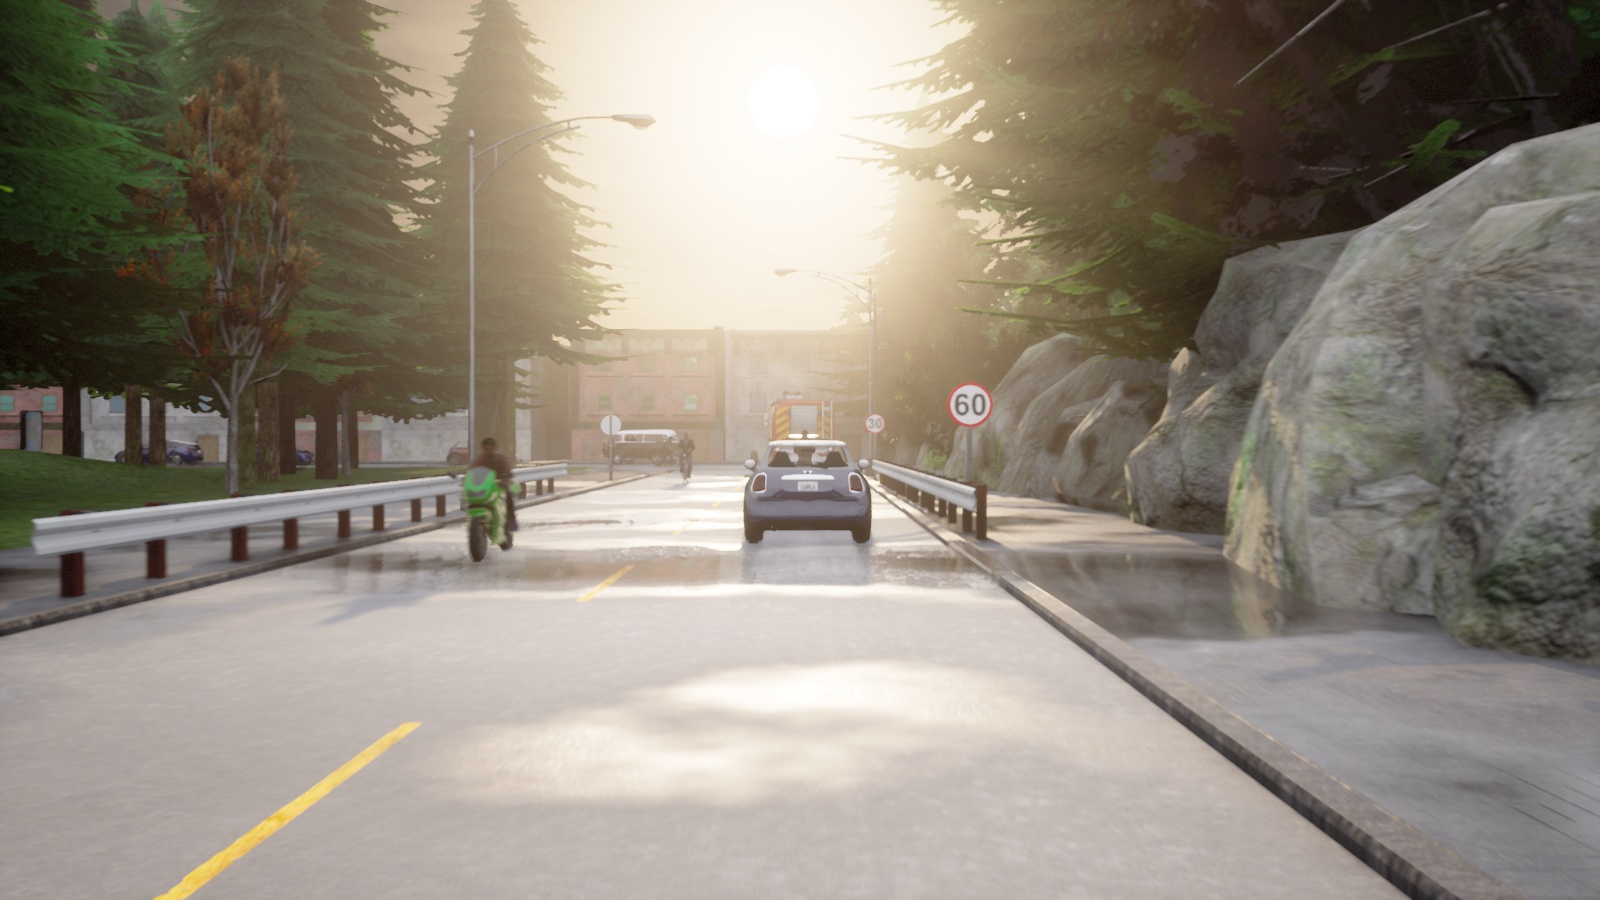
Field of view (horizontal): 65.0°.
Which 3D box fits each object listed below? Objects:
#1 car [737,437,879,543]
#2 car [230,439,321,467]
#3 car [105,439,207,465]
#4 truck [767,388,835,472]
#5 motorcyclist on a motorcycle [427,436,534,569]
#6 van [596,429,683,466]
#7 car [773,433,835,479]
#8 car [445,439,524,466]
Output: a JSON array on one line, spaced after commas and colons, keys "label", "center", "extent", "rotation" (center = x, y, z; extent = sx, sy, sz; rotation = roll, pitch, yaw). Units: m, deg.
[{"label": "car", "center": [0.107, 0.548, 19.406], "extent": [1.970, 1.475, 3.806], "rotation": [0, 0, 0]}, {"label": "car", "center": [-28.665, 0.161, 68.685], "extent": [4.193, 1.474, 1.816], "rotation": [0, 0, 0]}, {"label": "car", "center": [-37.246, 0.106, 72.746], "extent": [4.792, 1.488, 2.163], "rotation": [0, 0, 0]}, {"label": "truck", "center": [-0.058, -0.936, 61.750], "extent": [2.891, 3.827, 8.468], "rotation": [0, 0, -3]}, {"label": "motorcyclist on a motorcycle", "center": [-3.900, 0.595, 15.502], "extent": [0.797, 1.523, 2.044], "rotation": [0, 1, 0]}, {"label": "van", "center": [-9.225, -0.142, 72.187], "extent": [4.480, 2.038, 2.069], "rotation": [0, 0, 16]}, {"label": "car", "center": [0.146, 0.192, 47.464], "extent": [2.242, 1.667, 4.611], "rotation": [0, 0, 0]}, {"label": "car", "center": [-17.201, 0.122, 68.603], "extent": [3.806, 1.475, 1.970], "rotation": [0, 0, 0]}]
